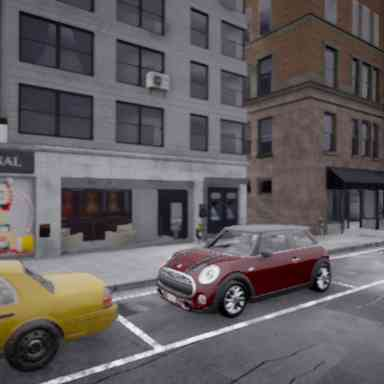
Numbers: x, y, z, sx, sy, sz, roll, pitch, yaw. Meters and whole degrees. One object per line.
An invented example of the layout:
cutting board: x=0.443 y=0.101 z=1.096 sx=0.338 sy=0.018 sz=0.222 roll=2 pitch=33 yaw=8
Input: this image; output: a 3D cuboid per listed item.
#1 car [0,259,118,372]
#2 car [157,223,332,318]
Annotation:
car: x=-3.393 y=1.522 z=4.115 sx=4.829 sy=1.417 sz=1.752 roll=1 pitch=0 yaw=-35
car: x=1.246 y=1.482 z=7.421 sx=4.097 sy=1.590 sz=1.967 roll=1 pitch=0 yaw=-35
